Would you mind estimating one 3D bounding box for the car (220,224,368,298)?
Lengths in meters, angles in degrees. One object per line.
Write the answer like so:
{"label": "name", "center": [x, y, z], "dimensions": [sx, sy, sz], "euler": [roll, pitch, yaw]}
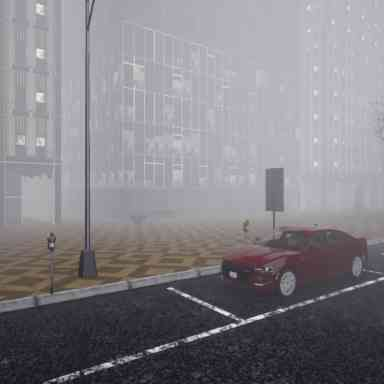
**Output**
{"label": "car", "center": [2.719, 1.545, 8.501], "dimensions": [4.507, 1.381, 1.887], "euler": [0, 0, -36]}
